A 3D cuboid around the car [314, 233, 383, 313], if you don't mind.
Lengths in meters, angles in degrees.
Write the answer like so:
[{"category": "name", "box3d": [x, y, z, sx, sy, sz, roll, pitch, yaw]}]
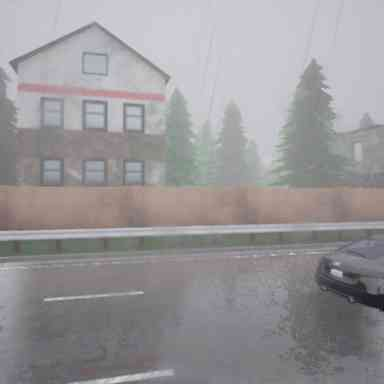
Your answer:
[{"category": "car", "box3d": [4.872, 1.617, 7.281, 4.181, 1.385, 1.994, 0, 0, -15]}]
